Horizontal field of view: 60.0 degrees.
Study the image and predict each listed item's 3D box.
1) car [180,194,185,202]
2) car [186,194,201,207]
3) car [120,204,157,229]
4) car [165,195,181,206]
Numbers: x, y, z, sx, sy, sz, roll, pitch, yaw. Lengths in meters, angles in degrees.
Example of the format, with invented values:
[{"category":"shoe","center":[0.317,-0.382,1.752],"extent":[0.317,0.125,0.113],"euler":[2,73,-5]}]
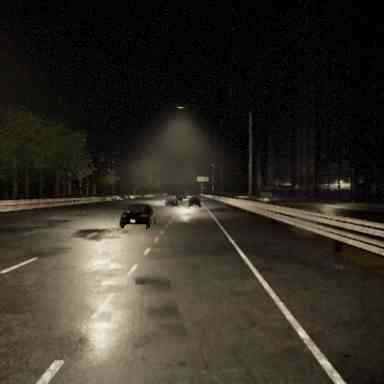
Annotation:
[{"category":"car","center":[-3.156,1.537,79.319],"extent":[1.837,1.490,4.892],"euler":[0,0,0]},{"category":"car","center":[0.385,1.512,51.487],"extent":[1.837,1.490,4.892],"euler":[0,0,0]},{"category":"car","center":[-3.369,1.499,21.291],"extent":[1.812,1.442,4.674],"euler":[0,0,0]},{"category":"car","center":[-3.211,1.587,53.316],"extent":[1.895,1.301,4.718],"euler":[0,0,0]}]
